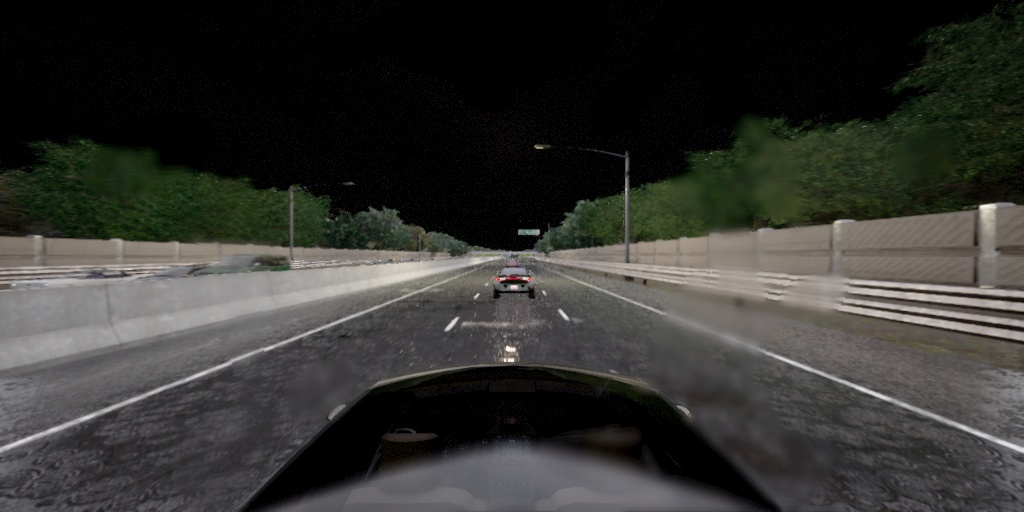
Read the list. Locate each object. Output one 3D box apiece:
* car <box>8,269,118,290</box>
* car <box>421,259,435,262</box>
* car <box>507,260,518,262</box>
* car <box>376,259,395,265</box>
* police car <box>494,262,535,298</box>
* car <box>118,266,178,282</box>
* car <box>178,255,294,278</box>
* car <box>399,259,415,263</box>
[{"bbox_3d":[-21.092,1.344,17.843,1.895,1.301,4.718,0,0,0],"label":"car"},{"bbox_3d":[-14.034,1.200,60.196,1.837,1.490,4.892,0,0,1],"label":"car"},{"bbox_3d":[0.091,1.278,58.492,1.994,1.385,4.181,0,0,0],"label":"car"},{"bbox_3d":[-21.024,1.210,59.796,1.837,1.490,4.892,0,0,0],"label":"car"},{"bbox_3d":[0.098,1.248,18.655,2.038,1.542,4.974,0,0,0],"label":"police car"},{"bbox_3d":[-17.587,1.248,19.415,1.837,1.490,4.892,0,0,0],"label":"car"},{"bbox_3d":[-14.091,0.966,19.191,2.150,2.045,5.566,0,0,0],"label":"car"},{"bbox_3d":[-17.530,1.200,60.182,1.837,1.490,4.892,0,0,1],"label":"car"}]
